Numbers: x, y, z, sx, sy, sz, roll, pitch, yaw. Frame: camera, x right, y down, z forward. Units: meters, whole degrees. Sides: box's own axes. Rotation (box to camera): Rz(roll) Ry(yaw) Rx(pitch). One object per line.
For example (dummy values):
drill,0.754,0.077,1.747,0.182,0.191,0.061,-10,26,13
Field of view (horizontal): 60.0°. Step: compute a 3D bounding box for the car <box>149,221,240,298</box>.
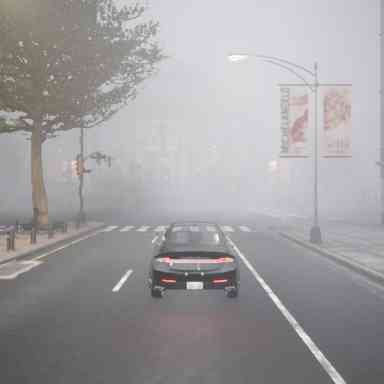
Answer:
car,0.061,1.491,8.489,2.128,1.511,4.902,0,0,0
